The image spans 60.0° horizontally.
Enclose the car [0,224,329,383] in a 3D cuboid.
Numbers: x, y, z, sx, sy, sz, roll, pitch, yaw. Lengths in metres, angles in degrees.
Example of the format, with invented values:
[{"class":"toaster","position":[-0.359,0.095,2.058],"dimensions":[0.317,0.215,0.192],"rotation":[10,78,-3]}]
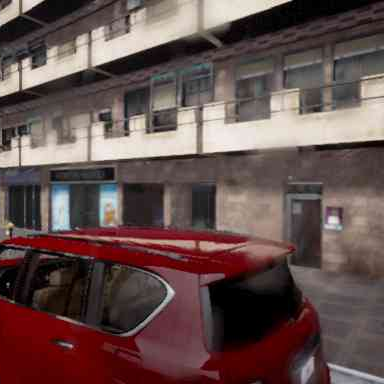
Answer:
[{"class":"car","position":[-1.147,1.300,3.692],"dimensions":[5.009,1.841,2.192],"rotation":[0,0,36]}]
